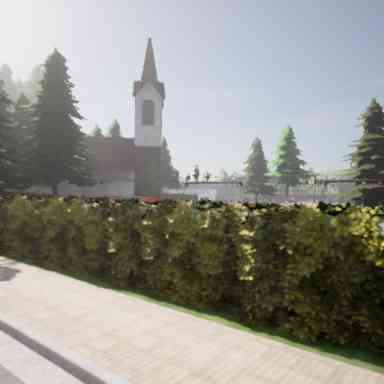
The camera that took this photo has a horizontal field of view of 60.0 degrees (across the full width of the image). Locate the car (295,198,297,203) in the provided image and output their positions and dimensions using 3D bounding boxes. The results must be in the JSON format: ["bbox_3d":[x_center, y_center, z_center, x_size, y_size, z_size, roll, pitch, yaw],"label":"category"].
[{"bbox_3d":[23.019,1.978,80.943,5.027,1.636,2.152,0,0,38],"label":"car"}]

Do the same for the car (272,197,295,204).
[{"bbox_3d":[21.102,1.953,78.460,4.514,1.523,2.007,0,0,38],"label":"car"}]
